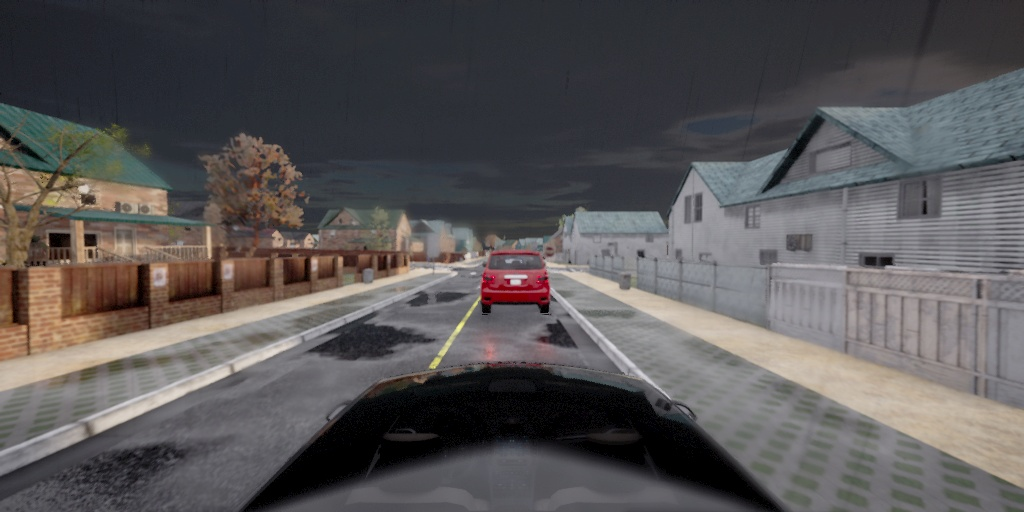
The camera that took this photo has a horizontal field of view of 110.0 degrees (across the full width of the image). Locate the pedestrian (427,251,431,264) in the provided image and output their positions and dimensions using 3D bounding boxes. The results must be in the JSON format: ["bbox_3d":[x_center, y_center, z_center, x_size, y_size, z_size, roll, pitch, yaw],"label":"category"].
[{"bbox_3d":[-9.684,-0.016,42.014,0.375,1.860,0.375,0,1,1],"label":"pedestrian"}]

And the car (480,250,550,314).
[{"bbox_3d":[0.098,0.793,12.936,2.150,2.045,5.566,0,1,0],"label":"car"}]
